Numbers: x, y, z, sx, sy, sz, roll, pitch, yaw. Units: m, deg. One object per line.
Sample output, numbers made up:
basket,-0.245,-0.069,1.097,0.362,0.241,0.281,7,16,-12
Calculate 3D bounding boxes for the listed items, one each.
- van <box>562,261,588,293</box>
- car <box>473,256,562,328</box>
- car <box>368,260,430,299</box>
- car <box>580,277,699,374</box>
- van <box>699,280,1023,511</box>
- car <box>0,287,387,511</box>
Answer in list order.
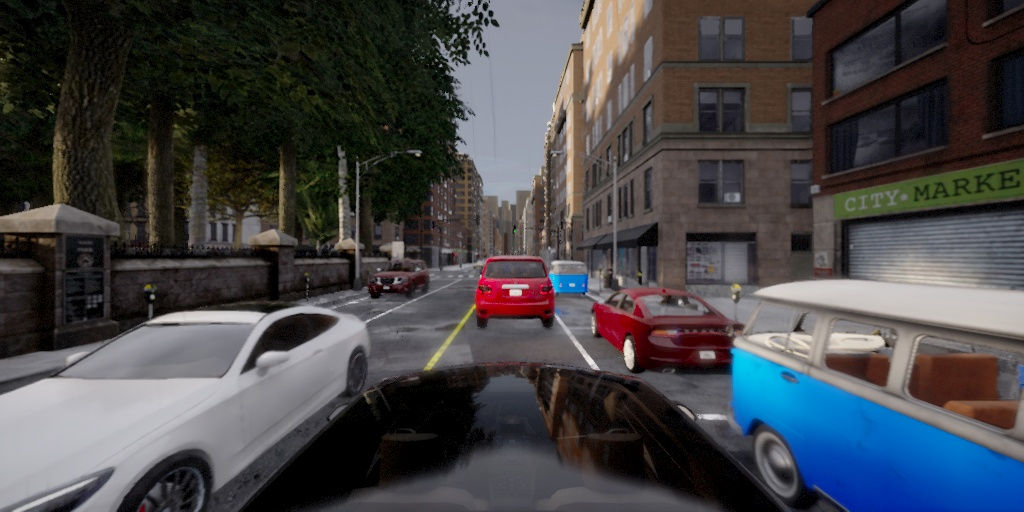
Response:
van,2.845,1.147,18.780,1.690,1.789,3.998,0,0,0
car,0.089,1.007,11.630,2.150,2.045,5.566,0,0,0
car,-5.680,1.121,18.734,2.192,1.841,5.009,0,0,0
car,2.853,1.315,7.459,1.888,1.381,4.507,0,0,0
van,2.857,1.091,1.798,1.690,1.789,3.998,0,0,0
car,-3.101,1.283,3.857,1.812,1.442,4.674,0,0,0
